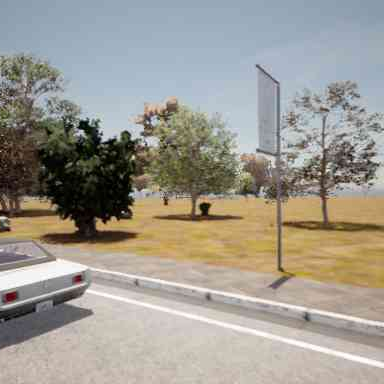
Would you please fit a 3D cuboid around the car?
[{"bbox_3d":[-4.305,1.594,6.700,4.718,1.301,1.895,0,0,33],"label":"car"}]
